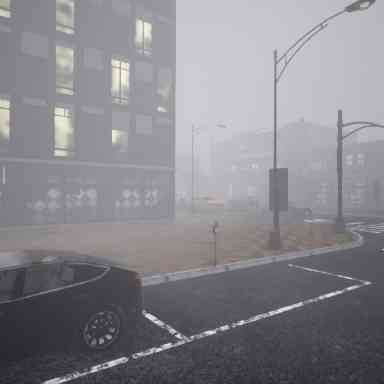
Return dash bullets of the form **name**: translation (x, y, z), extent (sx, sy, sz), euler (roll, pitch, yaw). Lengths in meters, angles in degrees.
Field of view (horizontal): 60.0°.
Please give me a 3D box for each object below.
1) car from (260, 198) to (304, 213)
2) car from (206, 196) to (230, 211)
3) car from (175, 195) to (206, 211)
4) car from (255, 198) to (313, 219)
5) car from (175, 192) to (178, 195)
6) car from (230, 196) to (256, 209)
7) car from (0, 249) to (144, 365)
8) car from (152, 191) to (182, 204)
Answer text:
- **car**: translation (9.182, 1.340, 34.195), extent (1.802, 1.307, 4.206), euler (1, 0, -36)
- **car**: translation (1.357, 1.142, 35.036), extent (1.882, 1.535, 5.008), euler (0, 1, -36)
- **car**: translation (-0.855, 1.230, 33.688), extent (1.802, 1.307, 4.206), euler (1, 0, -36)
- **car**: translation (7.510, 1.356, 26.694), extent (1.994, 1.385, 4.181), euler (0, 1, -36)
- **car**: translation (-0.691, 1.101, 47.589), extent (2.008, 1.369, 4.403), euler (1, 0, -36)
- **car**: translation (5.892, 1.130, 38.661), extent (1.967, 1.590, 4.097), euler (1, 0, -36)
- **car**: translation (-2.756, 1.566, 4.588), extent (4.313, 1.339, 1.947), euler (0, 0, -36)
- **car**: translation (-3.977, 0.793, 52.052), extent (2.192, 1.841, 5.009), euler (1, 0, -36)
